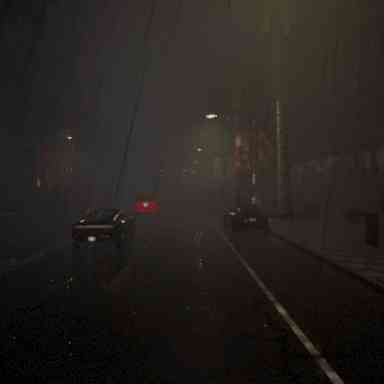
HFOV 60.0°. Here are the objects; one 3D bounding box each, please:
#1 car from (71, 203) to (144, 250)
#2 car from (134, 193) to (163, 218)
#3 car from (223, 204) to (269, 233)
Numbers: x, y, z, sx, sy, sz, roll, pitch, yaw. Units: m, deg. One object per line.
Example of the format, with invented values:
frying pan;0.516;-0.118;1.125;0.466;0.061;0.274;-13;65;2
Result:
car;-3.580;1.443;14.204;2.128;1.511;4.902;0;0;-1
car;-3.781;1.111;28.961;2.150;2.045;5.566;0;0;-3
car;2.942;1.421;18.845;2.161;1.482;4.786;0;0;-1
